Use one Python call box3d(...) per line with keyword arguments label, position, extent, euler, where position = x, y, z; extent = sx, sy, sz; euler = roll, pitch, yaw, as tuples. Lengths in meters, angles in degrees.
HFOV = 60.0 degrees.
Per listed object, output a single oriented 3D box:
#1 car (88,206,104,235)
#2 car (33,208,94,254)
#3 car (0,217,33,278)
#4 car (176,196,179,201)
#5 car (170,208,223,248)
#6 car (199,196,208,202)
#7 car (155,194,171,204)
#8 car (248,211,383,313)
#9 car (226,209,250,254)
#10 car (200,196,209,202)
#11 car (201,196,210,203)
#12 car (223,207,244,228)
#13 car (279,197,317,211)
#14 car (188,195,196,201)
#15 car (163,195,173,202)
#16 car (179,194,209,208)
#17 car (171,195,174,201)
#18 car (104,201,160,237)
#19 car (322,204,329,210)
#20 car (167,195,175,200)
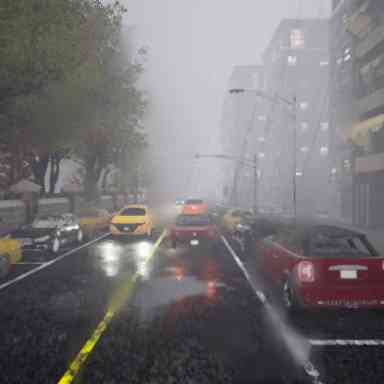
box3d(label="car", position=(-5.688, 1.516, 18.741), extent=(1.752, 1.417, 4.829), euler=(0, 0, 0))
box3d(label="car", position=(-5.689, 1.543, 13.280), extent=(2.008, 1.369, 4.403), euler=(0, 0, 0))
box3d(label="car", position=(-5.690, 1.520, 7.480), extent=(1.752, 1.417, 4.829), euler=(0, 0, 0))
box3d(label="car", position=(-2.984, 1.598, 82.770), extent=(1.895, 1.301, 4.718), euler=(0, 0, 0))
box3d(label="car", position=(0.104, 1.592, 14.694), extent=(1.895, 1.301, 4.718), euler=(0, 0, 0))
box3d(label="car", position=(2.703, 1.551, 79.082), extent=(2.008, 1.369, 4.403), euler=(0, 0, 0))
box3d(label="car", position=(-5.682, 1.306, 62.477), extent=(2.192, 1.841, 5.009), euler=(0, 0, 0))
box3d(label="car", position=(2.690, 1.435, 7.648), extent=(1.967, 1.590, 4.097), euler=(0, 0, 0))
box3d(label="car", position=(2.692, 1.558, 13.279), extent=(1.947, 1.339, 4.313), euler=(0, 0, 0))
box3d(label="car", position=(2.702, 1.541, 73.546), extent=(1.887, 1.381, 4.507), euler=(0, 0, 0))
box3d(label="car", position=(2.700, 1.519, 68.181), extent=(1.752, 1.417, 4.829), euler=(0, 0, 0))
box3d(label="car", position=(2.692, 1.516, 19.080), extent=(1.752, 1.417, 4.829), euler=(0, 0, 0))
box3d(label="car", position=(14.624, 1.576, 45.900), extent=(5.009, 1.841, 2.192), euler=(1, -1, 0))
box3d(label="car", position=(0.018, 1.591, 87.822), extent=(1.895, 1.301, 4.718), euler=(0, 0, 0))
box3d(label="car", position=(-5.678, 1.545, 79.083), extent=(1.887, 1.381, 4.507), euler=(0, 0, 0))
box3d(label="car", position=(0.323, 1.341, 29.655), extent=(2.097, 1.767, 4.553), euler=(0, 0, 4))
box3d(label="car", position=(-5.679, 1.437, 73.547), extent=(1.967, 1.590, 4.097), euler=(0, 0, 0))
box3d(label="car", position=(-3.080, 1.468, 18.192), extent=(1.882, 1.535, 5.008), euler=(0, 0, 0))
box3d(label="car", position=(20.315, 1.908, 45.914), extent=(4.507, 1.381, 1.887), euler=(1, -1, 0))
box3d(label="car", position=(-5.675, 1.589, 90.153), extent=(1.802, 1.307, 4.206), euler=(0, 0, 0))
